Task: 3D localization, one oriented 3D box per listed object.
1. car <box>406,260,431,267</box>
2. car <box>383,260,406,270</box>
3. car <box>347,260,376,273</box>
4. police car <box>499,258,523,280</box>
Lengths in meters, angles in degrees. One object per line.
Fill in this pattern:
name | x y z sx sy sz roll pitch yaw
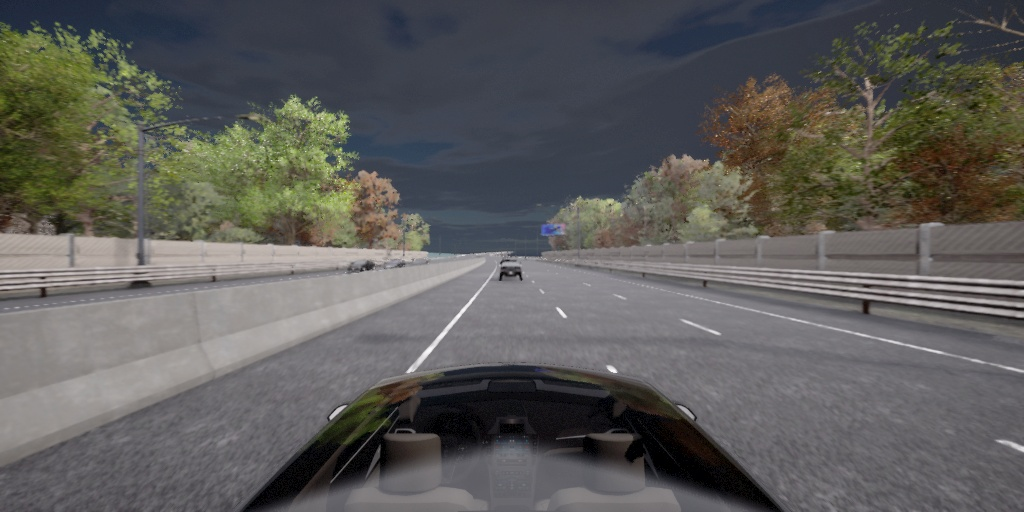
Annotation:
car | -11.002 1.202 43.454 1.837 1.490 4.892 0 0 -1
car | -14.527 1.193 44.617 2.128 1.511 4.902 0 0 -1
car | -17.993 1.189 43.087 1.882 1.535 5.008 0 0 -1
police car | -0.120 1.129 30.879 1.930 1.638 5.238 0 0 -1
